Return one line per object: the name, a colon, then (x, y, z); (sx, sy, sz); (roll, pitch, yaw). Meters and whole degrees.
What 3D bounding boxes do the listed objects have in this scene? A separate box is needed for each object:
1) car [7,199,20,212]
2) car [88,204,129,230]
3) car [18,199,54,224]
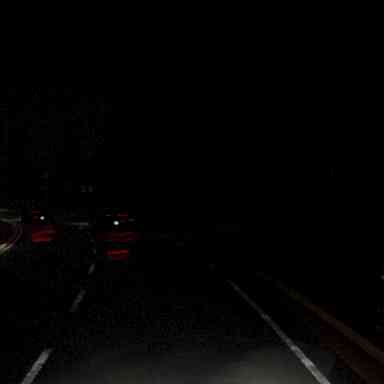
car: (-19.883, 1.596, 38.941); (4.902, 1.511, 2.128); (0, 0, 39)
car: (-5.430, 1.534, 21.430); (1.837, 1.490, 4.892); (0, 0, -26)
car: (-11.869, 1.569, 25.473); (1.837, 1.490, 4.892); (0, 0, -33)
